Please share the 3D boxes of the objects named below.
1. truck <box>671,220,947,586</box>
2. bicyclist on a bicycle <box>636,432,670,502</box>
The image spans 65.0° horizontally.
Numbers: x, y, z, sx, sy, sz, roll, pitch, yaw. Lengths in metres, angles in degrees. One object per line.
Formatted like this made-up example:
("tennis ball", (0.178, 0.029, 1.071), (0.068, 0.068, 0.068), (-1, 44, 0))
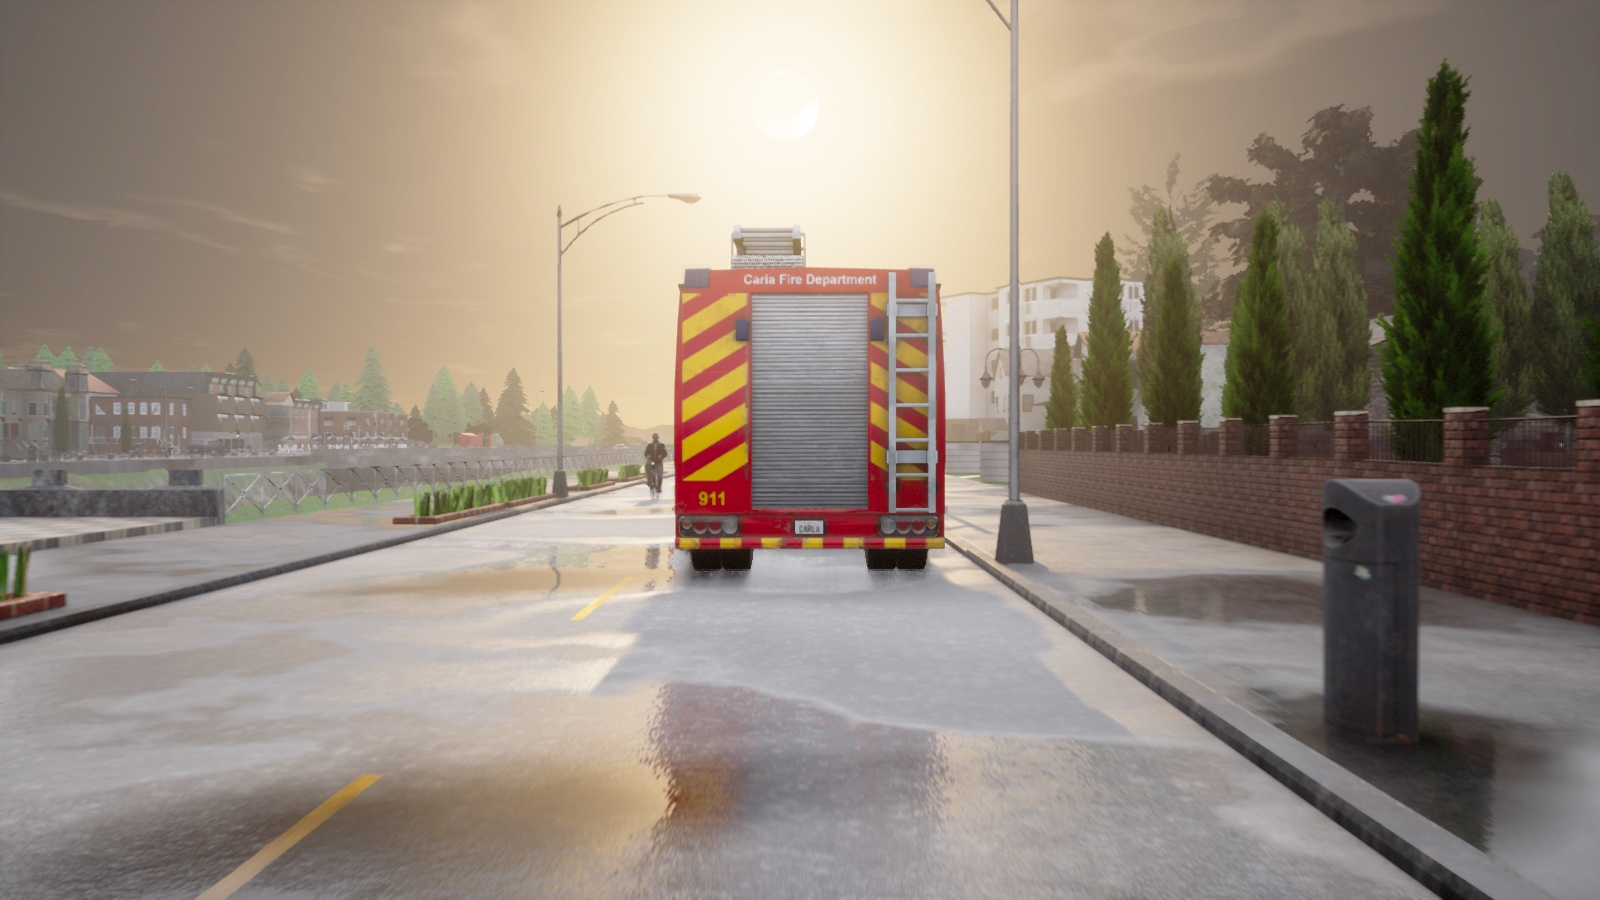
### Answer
("truck", (0.117, -0.516, 17.388), (2.891, 3.827, 8.468), (0, 0, 0))
("bicyclist on a bicycle", (-3.797, 0.430, 32.607), (0.659, 1.776, 1.843), (0, 0, 0))
